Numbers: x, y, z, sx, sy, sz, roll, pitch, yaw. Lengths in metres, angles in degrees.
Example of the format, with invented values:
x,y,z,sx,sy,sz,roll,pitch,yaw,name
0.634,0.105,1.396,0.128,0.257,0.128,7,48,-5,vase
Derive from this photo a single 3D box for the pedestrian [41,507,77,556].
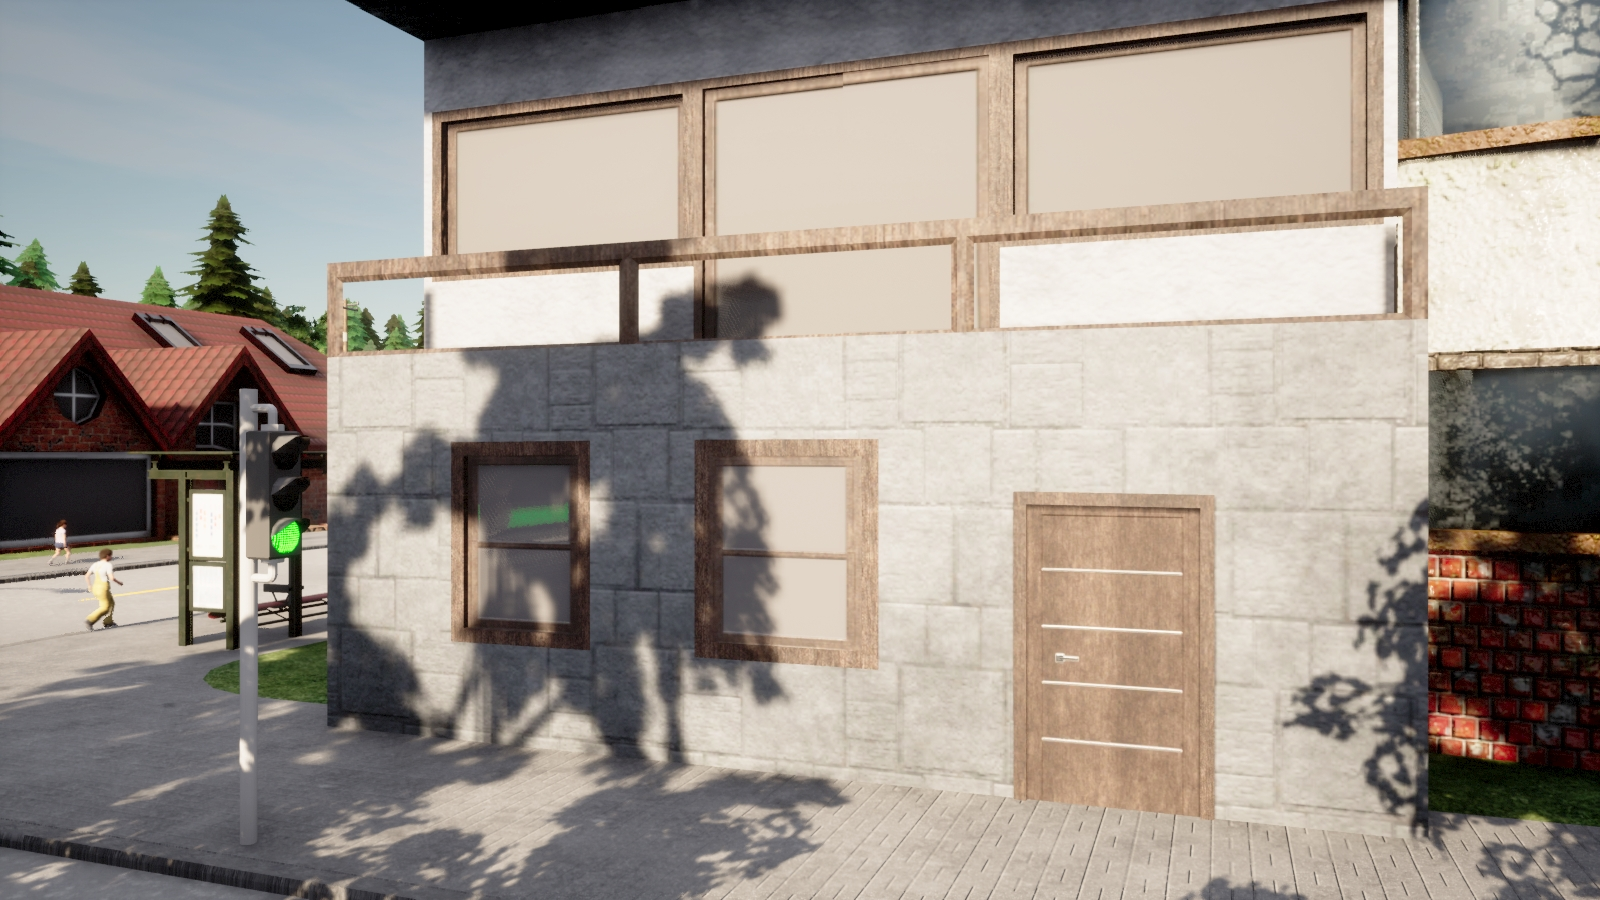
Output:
x,y,z,sx,sy,sz,roll,pitch,yaw,name
-17.323,1.905,26.710,0.500,1.100,0.500,0,0,22,pedestrian

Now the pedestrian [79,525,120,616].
x,y,z,sx,sy,sz,roll,pitch,yaw,name
-10.504,1.797,17.134,0.375,1.300,0.375,0,0,27,pedestrian
